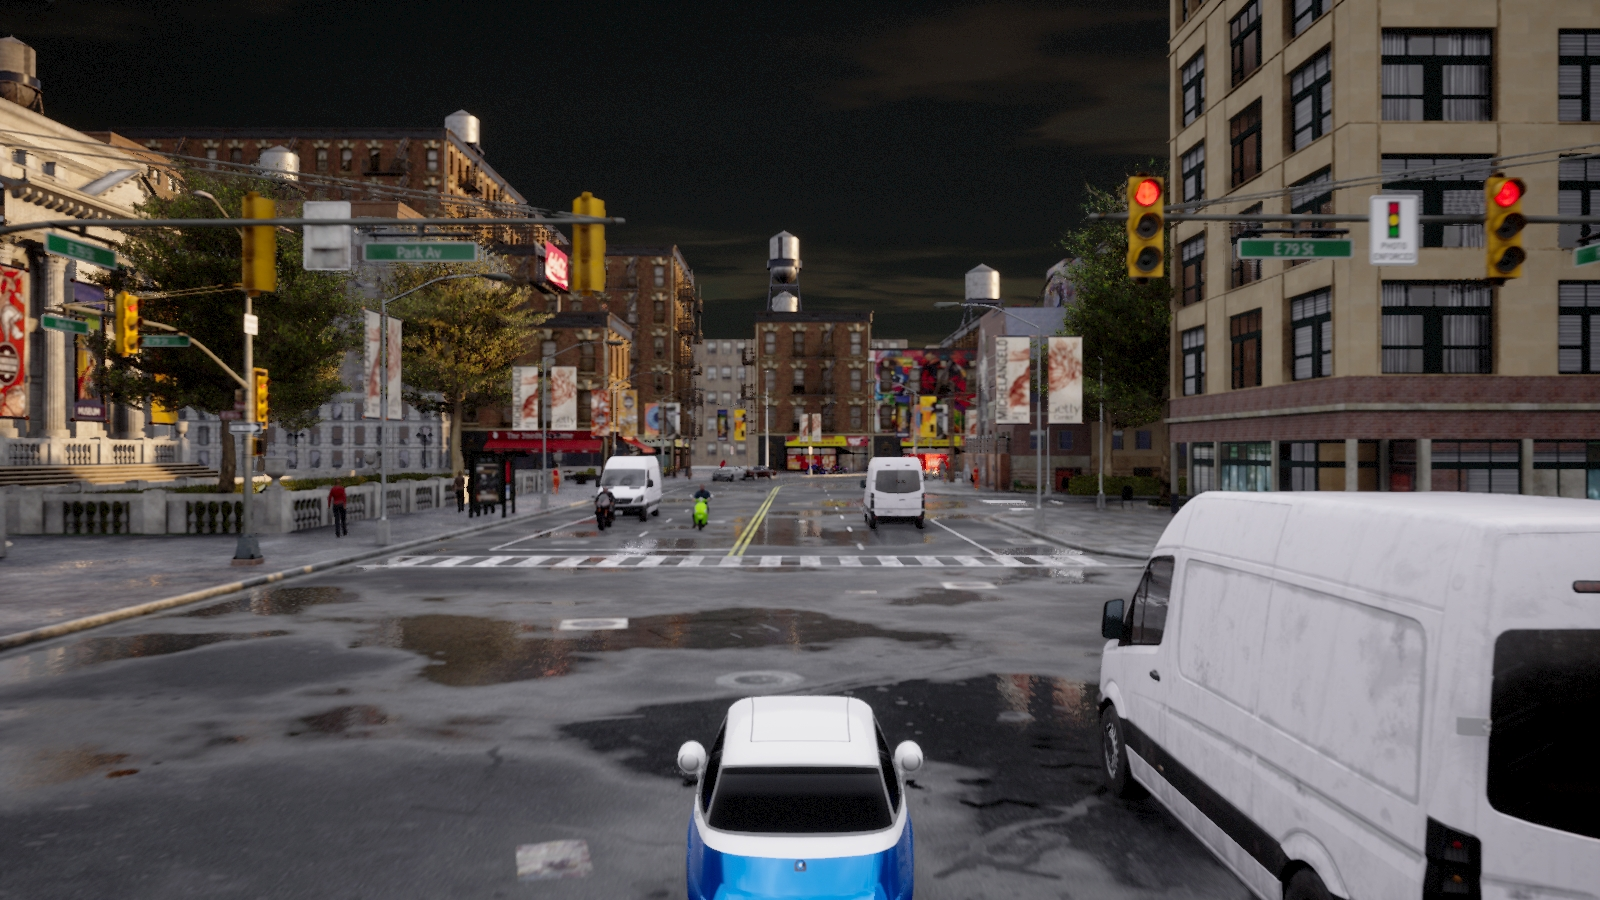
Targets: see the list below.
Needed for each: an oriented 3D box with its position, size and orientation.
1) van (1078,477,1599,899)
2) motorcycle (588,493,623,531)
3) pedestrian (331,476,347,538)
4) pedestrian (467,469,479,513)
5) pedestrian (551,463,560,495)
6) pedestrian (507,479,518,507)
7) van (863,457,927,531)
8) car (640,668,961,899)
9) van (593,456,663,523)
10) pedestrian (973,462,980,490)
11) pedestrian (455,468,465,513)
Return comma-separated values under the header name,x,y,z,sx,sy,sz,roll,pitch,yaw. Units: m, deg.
name,x,y,z,sx,sy,sz,roll,pitch,yaw
van,3.512,1.537,7.375,1.988,2.561,5.915,0,0,0
motorcycle,-6.983,2.214,41.066,0.867,1.251,2.209,0,0,0
pedestrian,-13.872,1.704,34.365,0.375,1.860,0.375,0,0,-9
pedestrian,-13.660,1.707,47.760,0.375,1.860,0.375,0,0,0
pedestrian,-14.300,1.712,66.813,0.375,1.860,0.375,0,0,8
pedestrian,-13.271,1.988,52.687,0.375,1.300,0.375,0,0,7
van,3.488,1.544,43.009,1.988,2.561,5.915,0,0,1
car,0.002,2.122,6.380,1.481,1.376,2.207,0,0,0
van,-6.973,1.545,46.988,1.988,2.561,5.915,0,0,0
pedestrian,11.764,1.714,76.102,0.375,1.860,0.375,0,0,1
pedestrian,-14.306,1.708,48.093,0.375,1.860,0.375,0,0,-7
